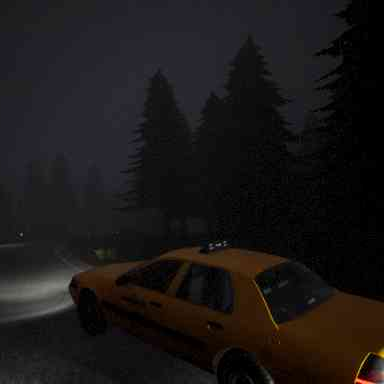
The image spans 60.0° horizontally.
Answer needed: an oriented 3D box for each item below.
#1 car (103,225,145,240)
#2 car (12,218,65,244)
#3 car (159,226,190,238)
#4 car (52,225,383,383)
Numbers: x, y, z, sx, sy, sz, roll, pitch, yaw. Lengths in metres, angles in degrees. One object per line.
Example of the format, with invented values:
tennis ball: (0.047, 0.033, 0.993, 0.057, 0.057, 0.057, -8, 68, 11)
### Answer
car: (-7.437, 4.510, 36.976, 2.033, 1.411, 5.357, -4, -8, 20)
car: (-12.730, 3.230, 28.199, 2.150, 2.045, 5.566, -4, -7, 6)
car: (-2.313, 5.543, 46.281, 1.882, 1.535, 5.008, -5, -8, 30)
car: (0.121, 1.441, 4.753, 5.366, 1.575, 1.801, 0, 1, 43)
